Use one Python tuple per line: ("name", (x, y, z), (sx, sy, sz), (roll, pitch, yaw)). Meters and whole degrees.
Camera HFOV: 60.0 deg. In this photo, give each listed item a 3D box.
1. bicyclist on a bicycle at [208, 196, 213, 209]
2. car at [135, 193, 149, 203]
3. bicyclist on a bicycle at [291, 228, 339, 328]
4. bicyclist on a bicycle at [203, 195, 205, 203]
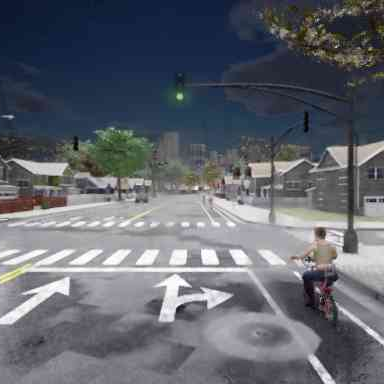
("bicyclist on a bicycle", (2.251, 1.341, 39.553), (0.659, 1.776, 1.843), (0, 0, 0))
("car", (-9.750, 1.139, 65.326), (2.150, 2.045, 5.566), (0, 0, 0))
("bicyclist on a bicycle", (2.270, 1.435, 5.989), (0.866, 1.612, 1.509), (0, 0, 0))
("bicyclist on a bicycle", (2.249, 1.392, 61.738), (0.582, 1.620, 1.656), (0, 0, 0))
